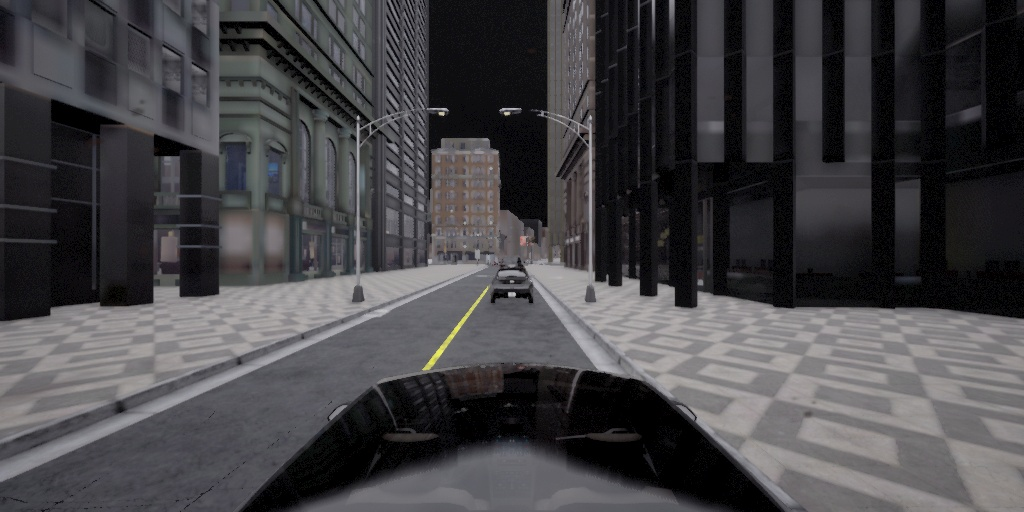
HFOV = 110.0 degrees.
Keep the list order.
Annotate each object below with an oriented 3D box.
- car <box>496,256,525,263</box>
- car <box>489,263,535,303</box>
[{"bbox_3d":[0.000,1.003,31.530,2.150,2.045,5.566,0,0,0],"label":"car"},{"bbox_3d":[0.000,1.262,16.500,1.837,1.490,4.892,0,0,0],"label":"car"}]
